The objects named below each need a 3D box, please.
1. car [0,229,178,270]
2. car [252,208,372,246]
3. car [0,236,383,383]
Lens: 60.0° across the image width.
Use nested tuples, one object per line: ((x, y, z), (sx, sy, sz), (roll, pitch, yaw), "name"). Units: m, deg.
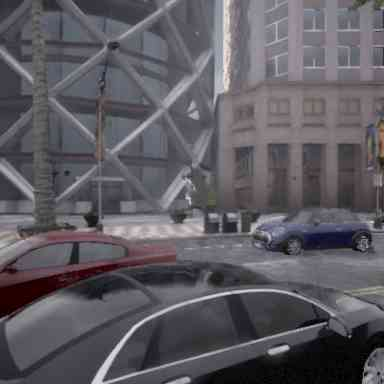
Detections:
((-2.606, 1.503, 6.162), (5.008, 1.535, 1.882), (0, -1, -30), "car")
((4.687, 1.442, 13.217), (4.553, 1.767, 2.097), (0, 0, -16), "car")
((0.225, 1.529, 3.476), (4.892, 1.490, 1.837), (0, 0, -32), "car")
